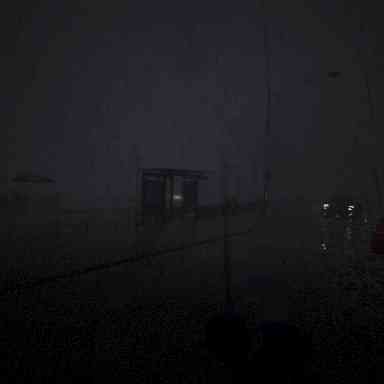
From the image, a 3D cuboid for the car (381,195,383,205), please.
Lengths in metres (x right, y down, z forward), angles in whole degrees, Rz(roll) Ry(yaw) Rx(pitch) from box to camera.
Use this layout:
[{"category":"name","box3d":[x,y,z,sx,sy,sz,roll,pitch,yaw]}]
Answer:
[{"category":"car","box3d":[25.101,1.117,44.386,1.994,1.385,4.181,3,2,35]}]

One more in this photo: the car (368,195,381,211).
[{"category":"car","box3d":[16.344,1.173,31.789,2.033,1.411,5.357,3,2,35]}]

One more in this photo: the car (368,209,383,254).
[{"category":"car","box3d":[7.864,1.459,12.182,1.994,1.385,4.181,3,2,35]}]

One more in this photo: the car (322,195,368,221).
[{"category":"car","box3d":[10.935,1.025,23.961,2.097,1.767,4.553,3,2,35]}]
